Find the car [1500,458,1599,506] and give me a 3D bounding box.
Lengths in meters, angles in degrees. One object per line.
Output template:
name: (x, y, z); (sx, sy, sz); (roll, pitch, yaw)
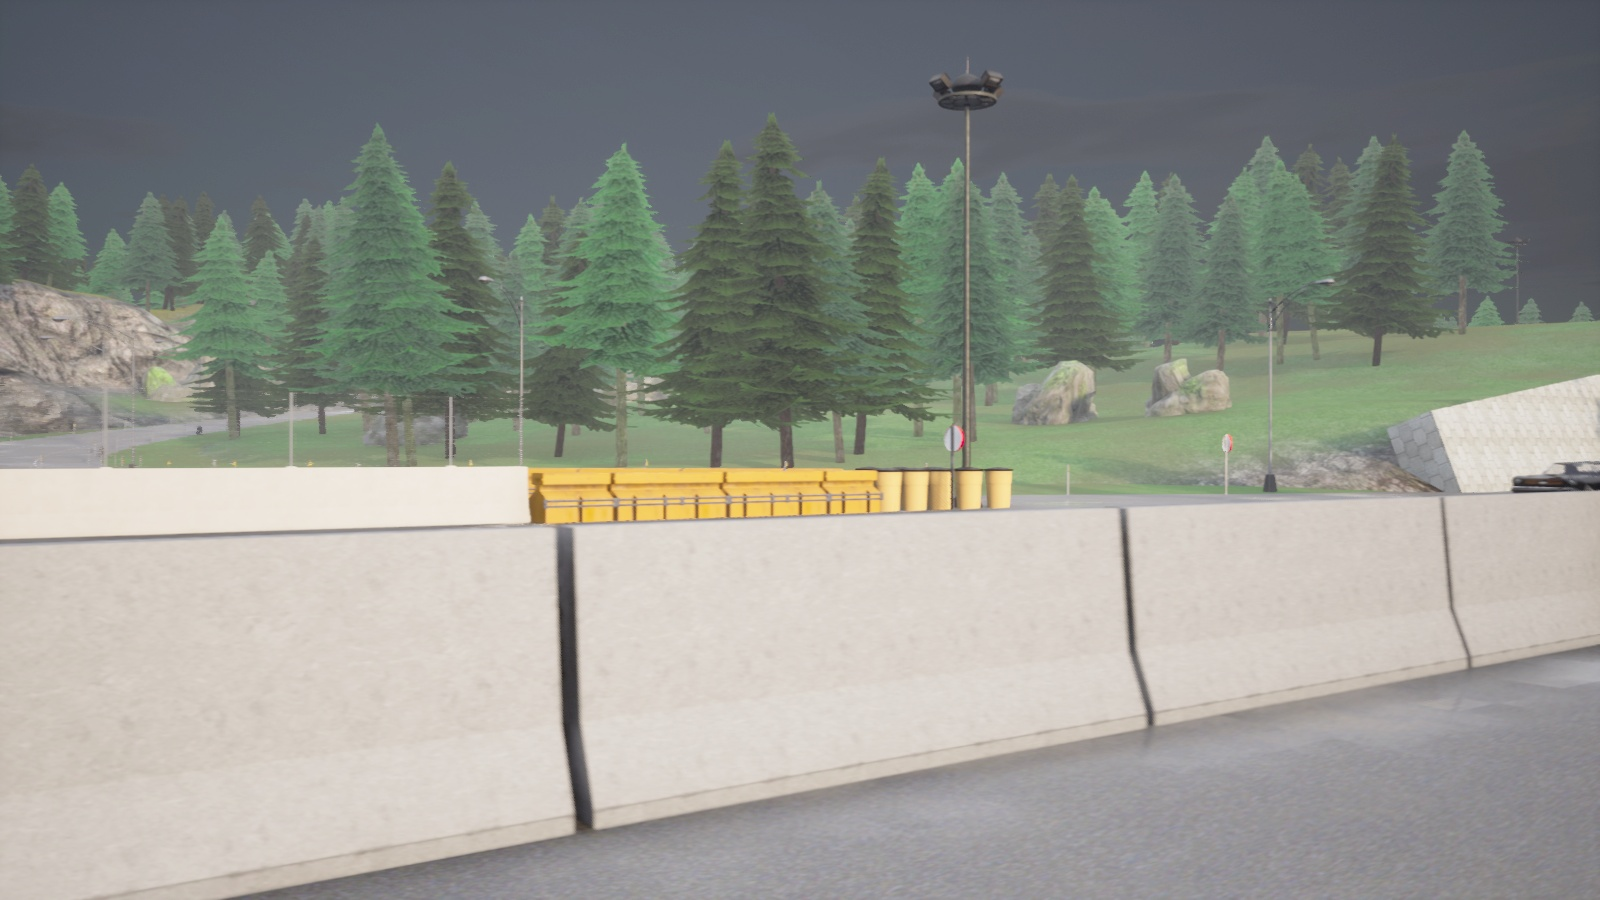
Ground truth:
car: (22.416, 0.887, 36.318); (4.718, 1.301, 1.895); (0, 0, -35)
